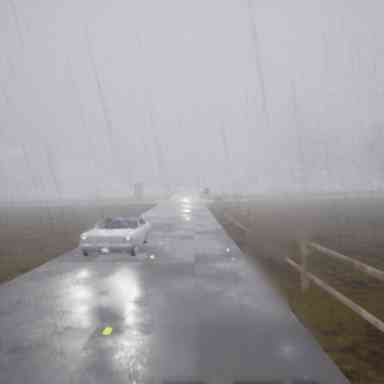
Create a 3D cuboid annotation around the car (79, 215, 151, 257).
[{"bbox_3d":[-2.845,1.605,13.163,1.895,1.301,4.718,0,0,0],"label":"car"}]
